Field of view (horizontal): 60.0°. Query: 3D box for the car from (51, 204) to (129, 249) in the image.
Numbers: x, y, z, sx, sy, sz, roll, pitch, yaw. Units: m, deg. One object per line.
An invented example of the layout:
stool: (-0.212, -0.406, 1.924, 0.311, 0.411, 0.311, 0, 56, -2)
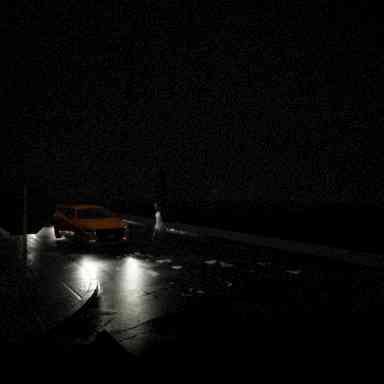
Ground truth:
car: (-4.346, 1.300, 13.942, 1.882, 1.535, 5.008, 1, 0, -36)

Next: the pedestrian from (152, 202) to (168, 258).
pedestrian: (-0.981, 1.181, 10.761, 0.375, 1.860, 0.375, 1, -1, -36)

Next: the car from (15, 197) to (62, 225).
car: (-10.386, 1.167, 22.250, 1.882, 1.535, 5.008, 1, 0, -36)
